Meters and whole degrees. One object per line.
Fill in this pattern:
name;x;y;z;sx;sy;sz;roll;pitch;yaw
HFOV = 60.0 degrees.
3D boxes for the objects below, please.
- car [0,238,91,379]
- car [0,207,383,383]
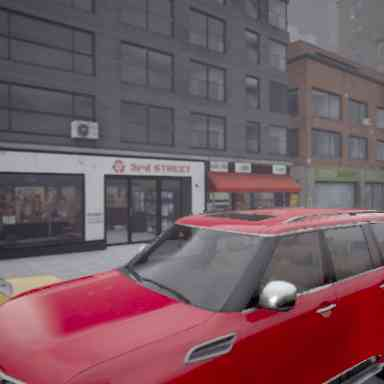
car;-3.871;1.518;3.907;4.829;1.417;1.752;0;-1;-35
car;0.678;1.239;3.859;5.566;2.045;2.150;0;0;-35
